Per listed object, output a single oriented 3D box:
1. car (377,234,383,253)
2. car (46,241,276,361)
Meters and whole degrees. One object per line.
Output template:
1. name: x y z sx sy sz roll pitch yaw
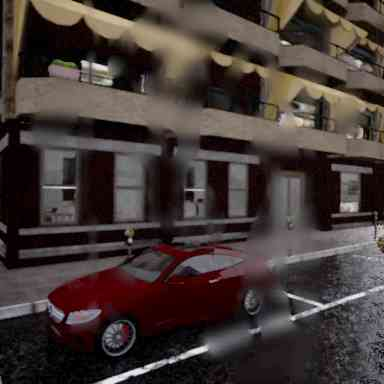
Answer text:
1. car: 8.600 1.518 12.226 4.829 1.417 1.752 0 1 -36
2. car: -0.296 1.581 5.878 4.206 1.307 1.802 0 1 -36
